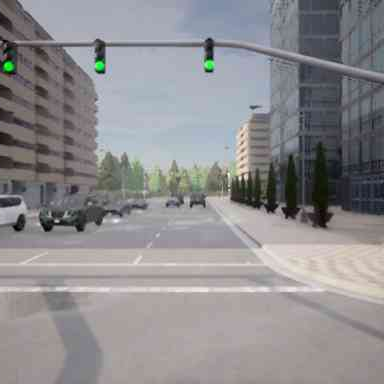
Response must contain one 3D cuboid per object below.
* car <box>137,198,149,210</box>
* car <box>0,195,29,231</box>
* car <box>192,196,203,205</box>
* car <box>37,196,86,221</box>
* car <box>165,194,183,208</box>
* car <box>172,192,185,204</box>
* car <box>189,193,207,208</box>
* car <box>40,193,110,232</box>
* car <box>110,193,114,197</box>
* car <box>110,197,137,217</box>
[{"bbox_3d":[-6.498,1.465,40.416,1.994,1.385,4.181,0,0,2],"label":"car"},{"bbox_3d":[-10.549,1.167,17.028,2.150,2.045,5.566,0,0,0],"label":"car"},{"bbox_3d":[0.999,1.373,56.477,1.837,1.490,4.892,0,0,1],"label":"car"},{"bbox_3d":[-10.358,1.279,26.870,2.097,1.767,4.553,0,0,1],"label":"car"},{"bbox_3d":[-2.655,1.413,46.813,1.812,1.442,4.674,0,0,1],"label":"car"},{"bbox_3d":[-2.498,1.091,56.677,2.150,2.045,5.566,0,0,1],"label":"car"},{"bbox_3d":[0.822,1.110,45.766,2.150,2.045,5.566,0,0,1],"label":"car"},{"bbox_3d":[-6.998,1.160,20.156,2.150,2.045,5.566,0,0,2],"label":"car"},{"bbox_3d":[-10.092,1.130,37.069,2.150,2.045,5.566,0,0,2],"label":"car"},{"bbox_3d":[-6.768,1.467,30.399,2.033,1.411,5.357,0,0,2],"label":"car"}]
